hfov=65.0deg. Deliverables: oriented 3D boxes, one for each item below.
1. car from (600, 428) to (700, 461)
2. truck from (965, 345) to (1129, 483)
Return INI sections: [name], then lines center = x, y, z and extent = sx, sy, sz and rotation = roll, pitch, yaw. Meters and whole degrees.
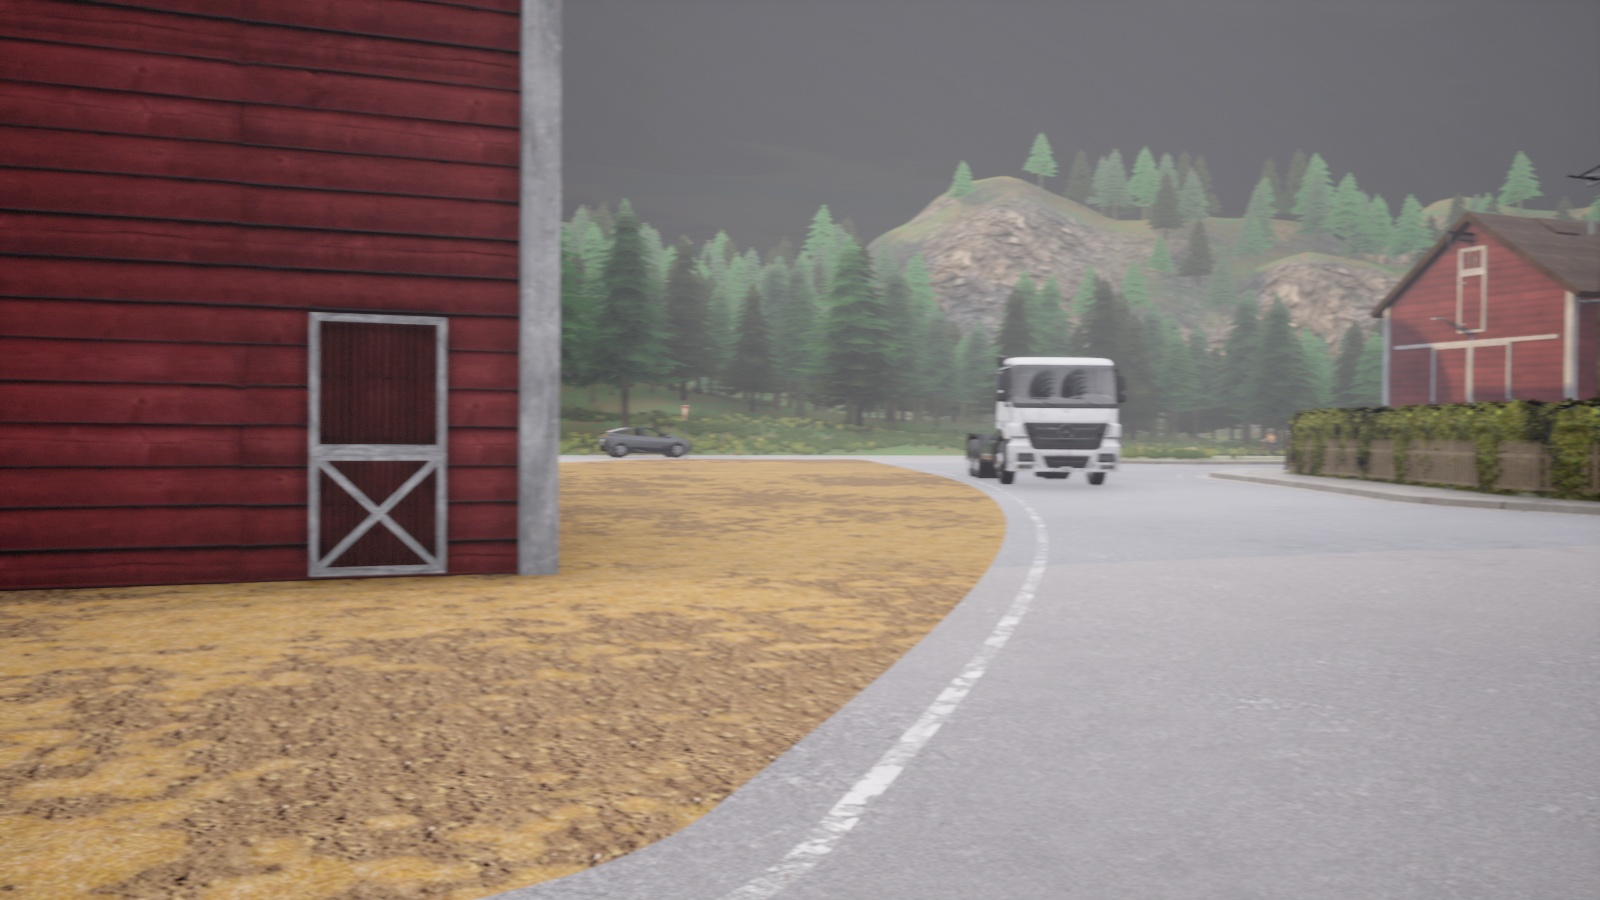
[car]
center = -7.423, -0.285, 62.122
extent = 4.514, 1.525, 2.007
rotation = -1, 1, -20
[truck]
center = 6.761, -0.972, 35.628
extent = 2.891, 3.462, 7.936
rotation = -1, 1, -1
